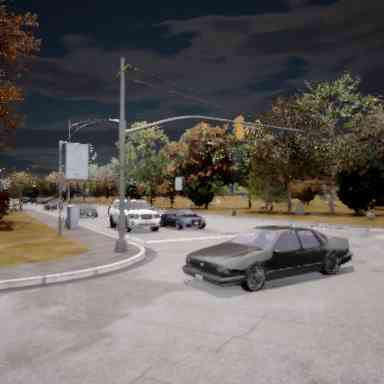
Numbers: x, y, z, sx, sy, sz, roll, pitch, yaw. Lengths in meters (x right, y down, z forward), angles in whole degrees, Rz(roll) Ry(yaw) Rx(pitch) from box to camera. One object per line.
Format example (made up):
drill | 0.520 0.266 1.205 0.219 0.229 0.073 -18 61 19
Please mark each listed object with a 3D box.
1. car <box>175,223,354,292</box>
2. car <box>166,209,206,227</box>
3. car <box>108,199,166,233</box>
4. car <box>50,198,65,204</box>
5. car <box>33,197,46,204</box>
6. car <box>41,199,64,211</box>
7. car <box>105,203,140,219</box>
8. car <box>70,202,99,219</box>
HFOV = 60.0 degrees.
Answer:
car | 2.392 1.695 9.490 5.357 1.411 2.033 1 -1 -33
car | -0.696 1.911 23.968 1.994 1.385 4.181 1 -1 -30
car | -4.045 1.542 22.820 2.150 2.045 5.566 1 -1 -29
car | -33.287 2.298 82.178 4.181 1.385 1.994 0 -1 43
car | -35.631 2.249 79.571 4.181 1.385 1.994 0 -1 43
car | -21.437 2.139 51.333 1.994 1.385 4.181 1 -1 -34
car | -7.508 1.966 35.541 2.128 1.511 4.902 1 -1 -31
car | -11.231 1.954 34.947 1.837 1.490 4.892 1 0 -31
